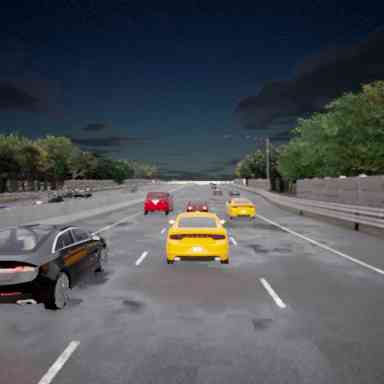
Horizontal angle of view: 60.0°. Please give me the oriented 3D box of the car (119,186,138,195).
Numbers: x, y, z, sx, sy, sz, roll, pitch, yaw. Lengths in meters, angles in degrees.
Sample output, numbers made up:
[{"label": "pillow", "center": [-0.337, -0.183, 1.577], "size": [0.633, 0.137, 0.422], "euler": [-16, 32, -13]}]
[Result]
[{"label": "car", "center": [-12.318, 0.193, 62.989], "size": [2.097, 1.767, 4.553], "euler": [0, 2, 3]}]

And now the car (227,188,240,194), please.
[{"label": "car", "center": [8.864, 0.113, 68.919], "size": [1.994, 1.385, 4.181], "euler": [0, 2, 4]}]

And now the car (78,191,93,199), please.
[{"label": "car", "center": [-19.461, 0.553, 59.752], "size": [1.895, 1.301, 4.718], "euler": [0, 2, 3]}]

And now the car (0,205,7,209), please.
[{"label": "car", "center": [-13.873, 1.348, 21.242], "size": [1.882, 1.535, 5.008], "euler": [0, 1, 1]}]

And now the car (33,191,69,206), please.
[{"label": "car", "center": [-16.891, 0.998, 39.298], "size": [2.128, 1.511, 4.902], "euler": [0, 1, 2]}]

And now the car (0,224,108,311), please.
[{"label": "car", "center": [-3.355, 1.480, 7.714], "size": [2.128, 1.511, 4.902], "euler": [0, 0, 0]}]

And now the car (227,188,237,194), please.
[{"label": "car", "center": [9.463, -0.221, 78.968], "size": [1.895, 1.301, 4.718], "euler": [0, 2, 3]}]

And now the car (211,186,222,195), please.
[{"label": "car", "center": [5.795, -0.096, 75.440], "size": [1.812, 1.442, 4.674], "euler": [0, 2, 3]}]

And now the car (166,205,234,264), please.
[{"label": "car", "center": [0.183, 1.446, 11.833], "size": [1.882, 1.535, 5.008], "euler": [0, 0, 1]}]

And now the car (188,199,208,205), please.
[{"label": "car", "center": [0.523, 1.317, 29.989], "size": [1.895, 1.301, 4.718], "euler": [0, 1, 1]}]

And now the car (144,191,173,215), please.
[{"label": "car", "center": [-2.970, 0.932, 30.350], "size": [2.150, 2.045, 5.566], "euler": [0, 1, 1]}]

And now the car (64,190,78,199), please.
[{"label": "car", "center": [-22.396, 0.487, 58.546], "size": [2.128, 1.511, 4.902], "euler": [0, 2, 0]}]

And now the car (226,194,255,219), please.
[{"label": "car", "center": [3.838, 1.245, 26.783], "size": [1.882, 1.535, 5.008], "euler": [0, 1, 1]}]
